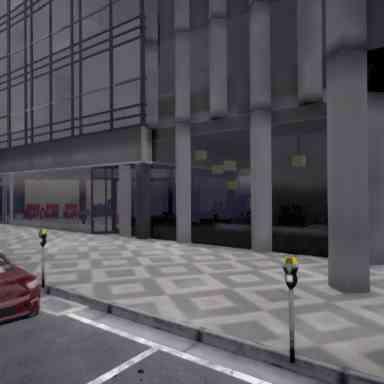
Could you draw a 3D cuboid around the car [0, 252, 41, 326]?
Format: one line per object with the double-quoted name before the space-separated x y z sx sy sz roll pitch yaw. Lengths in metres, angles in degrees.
"car" -4.364 1.580 5.970 4.206 1.307 1.802 0 -1 36
